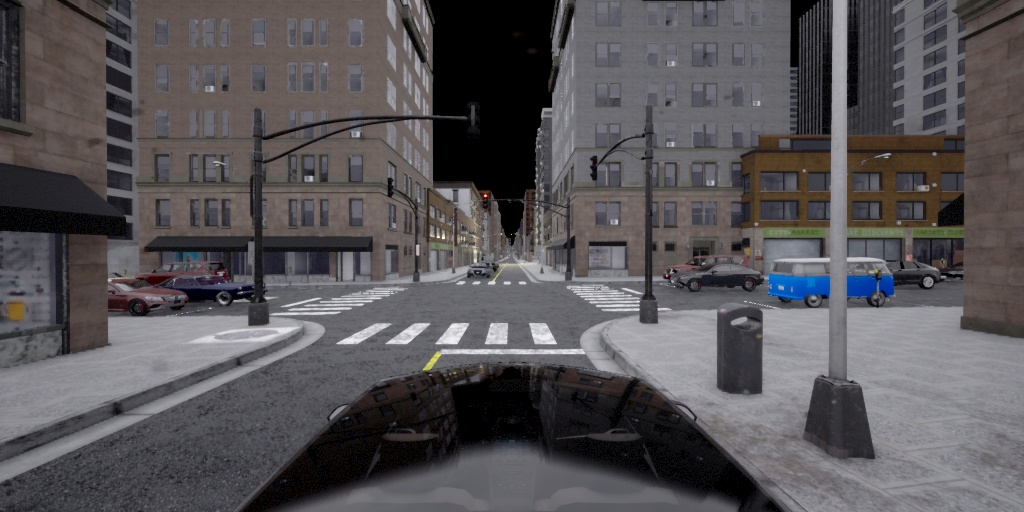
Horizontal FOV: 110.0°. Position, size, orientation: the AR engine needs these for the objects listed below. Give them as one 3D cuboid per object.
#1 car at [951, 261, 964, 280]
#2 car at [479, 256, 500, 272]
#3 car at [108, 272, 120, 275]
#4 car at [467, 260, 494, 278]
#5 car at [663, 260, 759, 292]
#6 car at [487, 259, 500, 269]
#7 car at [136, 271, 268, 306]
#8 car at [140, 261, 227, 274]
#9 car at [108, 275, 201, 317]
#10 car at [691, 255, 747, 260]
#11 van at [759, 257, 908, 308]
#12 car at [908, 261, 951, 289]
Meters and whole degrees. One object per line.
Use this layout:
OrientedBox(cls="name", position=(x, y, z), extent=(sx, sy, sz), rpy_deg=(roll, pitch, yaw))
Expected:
OrientedBox(cls="car", position=(28.931, 0.916, 22.255), extent=(4.313, 1.339, 1.948), rpy_deg=(0, 0, 0))
OrientedBox(cls="car", position=(-3.076, 0.988, 46.657), extent=(2.150, 2.045, 5.566), rpy_deg=(0, 0, 0))
OrientedBox(cls="car", position=(-26.012, 1.552, 22.137), extent=(4.829, 1.417, 1.751), rpy_deg=(0, 0, 0))
OrientedBox(cls="car", position=(-3.088, 1.320, 34.284), extent=(1.994, 1.385, 4.181), rpy_deg=(0, 0, 0))
OrientedBox(cls="car", position=(11.108, 1.114, 19.567), extent=(4.674, 1.442, 1.812), rpy_deg=(-1, 0, 1))
OrientedBox(cls="car", position=(-3.046, 1.294, 59.934), extent=(1.837, 1.490, 4.892), rpy_deg=(0, 0, 0))
OrientedBox(cls="car", position=(-13.949, 1.517, 16.300), extent=(4.718, 1.301, 1.895), rpy_deg=(-1, 0, 0))
OrientedBox(cls="car", position=(-20.338, 1.271, 22.149), extent=(5.009, 1.841, 2.192), rpy_deg=(0, 0, 0))
OrientedBox(cls="car", position=(-14.814, 1.528, 13.636), extent=(4.207, 1.307, 1.802), rpy_deg=(0, 0, 0))
OrientedBox(cls="car", position=(12.103, 0.872, 22.219), extent=(5.009, 1.841, 2.192), rpy_deg=(0, 0, 0))
OrientedBox(cls="van", position=(12.123, 0.957, 13.693), extent=(3.998, 1.789, 1.690), rpy_deg=(0, 0, 0))
OrientedBox(cls="car", position=(20.293, 0.981, 19.570), extent=(4.892, 1.490, 1.837), rpy_deg=(-1, 0, 0))
